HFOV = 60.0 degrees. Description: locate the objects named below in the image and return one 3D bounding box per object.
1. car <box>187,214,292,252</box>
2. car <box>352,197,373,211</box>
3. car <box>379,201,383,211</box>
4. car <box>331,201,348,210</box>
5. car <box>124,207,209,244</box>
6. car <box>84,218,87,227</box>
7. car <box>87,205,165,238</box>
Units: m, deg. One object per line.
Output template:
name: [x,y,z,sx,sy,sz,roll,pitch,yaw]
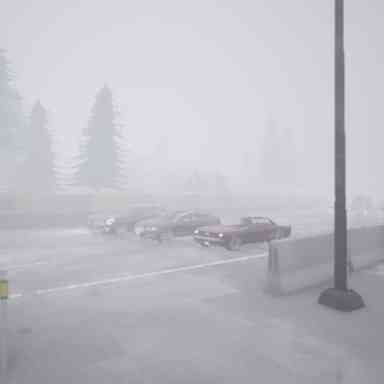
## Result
car: [2.303,1.751,14.692,4.718,1.301,1.895,0,-1,-39]
car: [25.599,1.704,49.909,2.150,2.045,5.566,0,-1,36]
car: [27.838,1.963,47.070,1.837,1.490,4.892,0,0,36]
car: [23.602,2.032,53.199,1.837,1.490,4.892,0,-1,35]
car: [-0.598,1.666,16.867,4.902,1.511,2.128,0,-1,-39]
car: [-5.003,1.797,22.302,4.181,1.385,1.994,0,-1,-39]
car: [-3.291,1.552,19.203,4.553,1.767,2.097,0,-1,-39]
